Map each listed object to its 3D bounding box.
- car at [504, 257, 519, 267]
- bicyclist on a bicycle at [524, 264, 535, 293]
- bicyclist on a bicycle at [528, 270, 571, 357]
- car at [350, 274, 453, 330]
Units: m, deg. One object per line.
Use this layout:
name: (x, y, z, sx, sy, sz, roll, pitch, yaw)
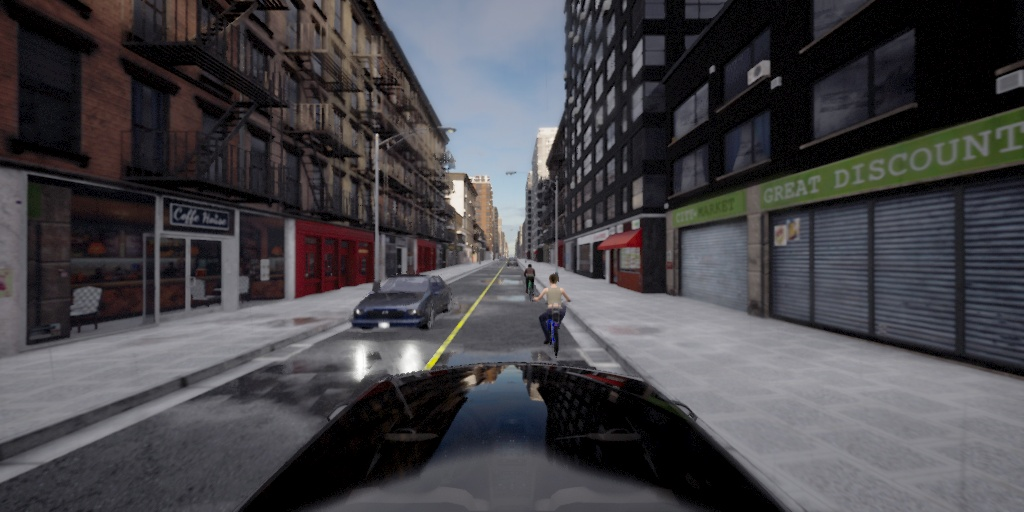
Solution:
car: (0.107, 1.090, 63.222, 2.128, 1.511, 4.902, 0, 0, 0)
bicyclist on a bicycle: (0.825, 1.191, 16.451, 0.582, 1.620, 1.656, 0, 0, 0)
bicyclist on a bicycle: (0.859, 1.184, 7.576, 0.866, 1.612, 1.509, 0, 0, 0)
car: (-3.097, 1.293, 11.348, 2.033, 1.411, 5.357, 0, 0, 0)
